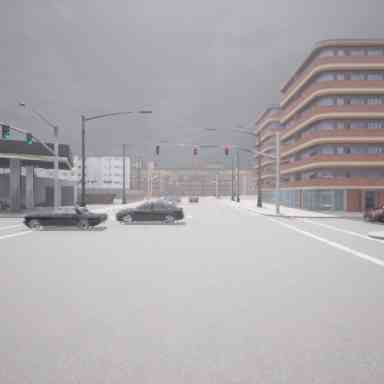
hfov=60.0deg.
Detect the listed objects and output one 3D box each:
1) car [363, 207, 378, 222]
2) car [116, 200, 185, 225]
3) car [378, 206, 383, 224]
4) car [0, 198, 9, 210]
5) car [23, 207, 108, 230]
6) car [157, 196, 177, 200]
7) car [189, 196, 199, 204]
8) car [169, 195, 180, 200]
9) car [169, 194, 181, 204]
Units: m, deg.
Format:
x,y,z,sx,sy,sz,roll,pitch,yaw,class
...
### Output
x,y,z,sx,sy,sz,roll,pitch,yaw,class
14.760,1.352,23.681,4.553,1.767,2.097,0,0,1,car
-2.957,1.505,23.857,4.892,1.490,1.837,0,0,1,car
14.323,1.601,20.182,4.718,1.301,1.895,0,0,1,car
-23.943,1.456,39.422,3.806,1.475,1.970,0,0,1,car
-7.702,1.601,20.404,4.718,1.301,1.895,0,0,1,car
-3.076,1.491,35.230,2.128,1.511,4.902,0,0,0,car
0.345,1.491,63.731,2.128,1.511,4.902,0,0,0,car
-3.133,1.352,44.948,2.097,1.767,4.553,0,0,0,car
-3.208,1.352,65.120,2.097,1.767,4.553,0,0,0,car
